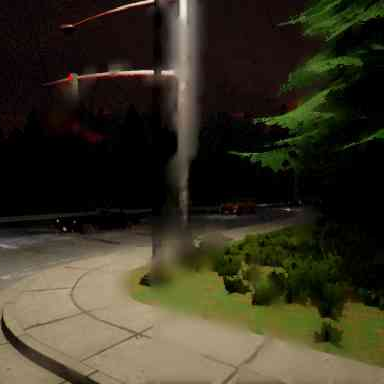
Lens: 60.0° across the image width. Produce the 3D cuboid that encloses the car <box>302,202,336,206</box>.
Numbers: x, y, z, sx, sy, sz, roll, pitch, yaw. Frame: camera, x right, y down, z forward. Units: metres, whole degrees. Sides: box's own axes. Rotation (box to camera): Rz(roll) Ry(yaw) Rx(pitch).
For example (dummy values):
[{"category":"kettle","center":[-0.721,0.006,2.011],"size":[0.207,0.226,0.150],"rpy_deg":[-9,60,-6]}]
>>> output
[{"category":"car","center":[16.399,1.195,42.910],"size":[2.150,2.045,5.566],"rpy_deg":[0,0,36]}]

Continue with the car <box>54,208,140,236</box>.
[{"category":"car","center":[-5.203,1.574,18.697],"size":[1.895,1.301,4.718],"rpy_deg":[0,0,35]}]

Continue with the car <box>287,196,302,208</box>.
[{"category":"car","center":[15.211,1.388,47.390],"size":[2.097,1.767,4.553],"rpy_deg":[0,0,37]}]

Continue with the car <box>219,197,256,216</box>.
[{"category":"car","center":[4.485,1.324,32.671],"size":[2.097,1.767,4.553],"rpy_deg":[0,0,35]}]
